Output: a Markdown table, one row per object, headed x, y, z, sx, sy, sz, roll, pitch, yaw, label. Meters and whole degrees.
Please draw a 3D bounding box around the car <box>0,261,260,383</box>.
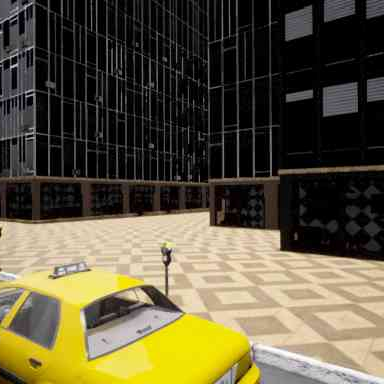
| x | y | z | sx | sy | sz | roll | pitch | yaw | label |
| --- | --- | --- | --- | --- | --- | --- | --- | --- | --- |
| -1.637 | 1.526 | 4.033 | 4.829 | 1.417 | 1.752 | 0 | 0 | 35 | car |
